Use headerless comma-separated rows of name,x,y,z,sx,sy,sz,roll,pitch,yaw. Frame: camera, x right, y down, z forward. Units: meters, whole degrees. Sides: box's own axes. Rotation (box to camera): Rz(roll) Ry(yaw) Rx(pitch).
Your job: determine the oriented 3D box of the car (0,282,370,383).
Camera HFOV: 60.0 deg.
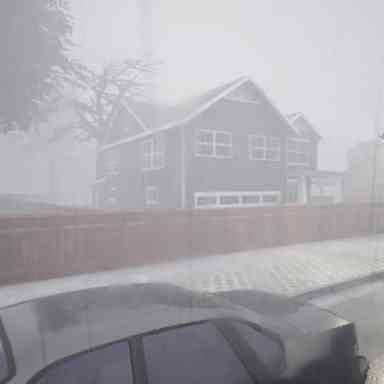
car,-0.812,1.543,2.445,5.357,1.411,2.033,0,0,-35
